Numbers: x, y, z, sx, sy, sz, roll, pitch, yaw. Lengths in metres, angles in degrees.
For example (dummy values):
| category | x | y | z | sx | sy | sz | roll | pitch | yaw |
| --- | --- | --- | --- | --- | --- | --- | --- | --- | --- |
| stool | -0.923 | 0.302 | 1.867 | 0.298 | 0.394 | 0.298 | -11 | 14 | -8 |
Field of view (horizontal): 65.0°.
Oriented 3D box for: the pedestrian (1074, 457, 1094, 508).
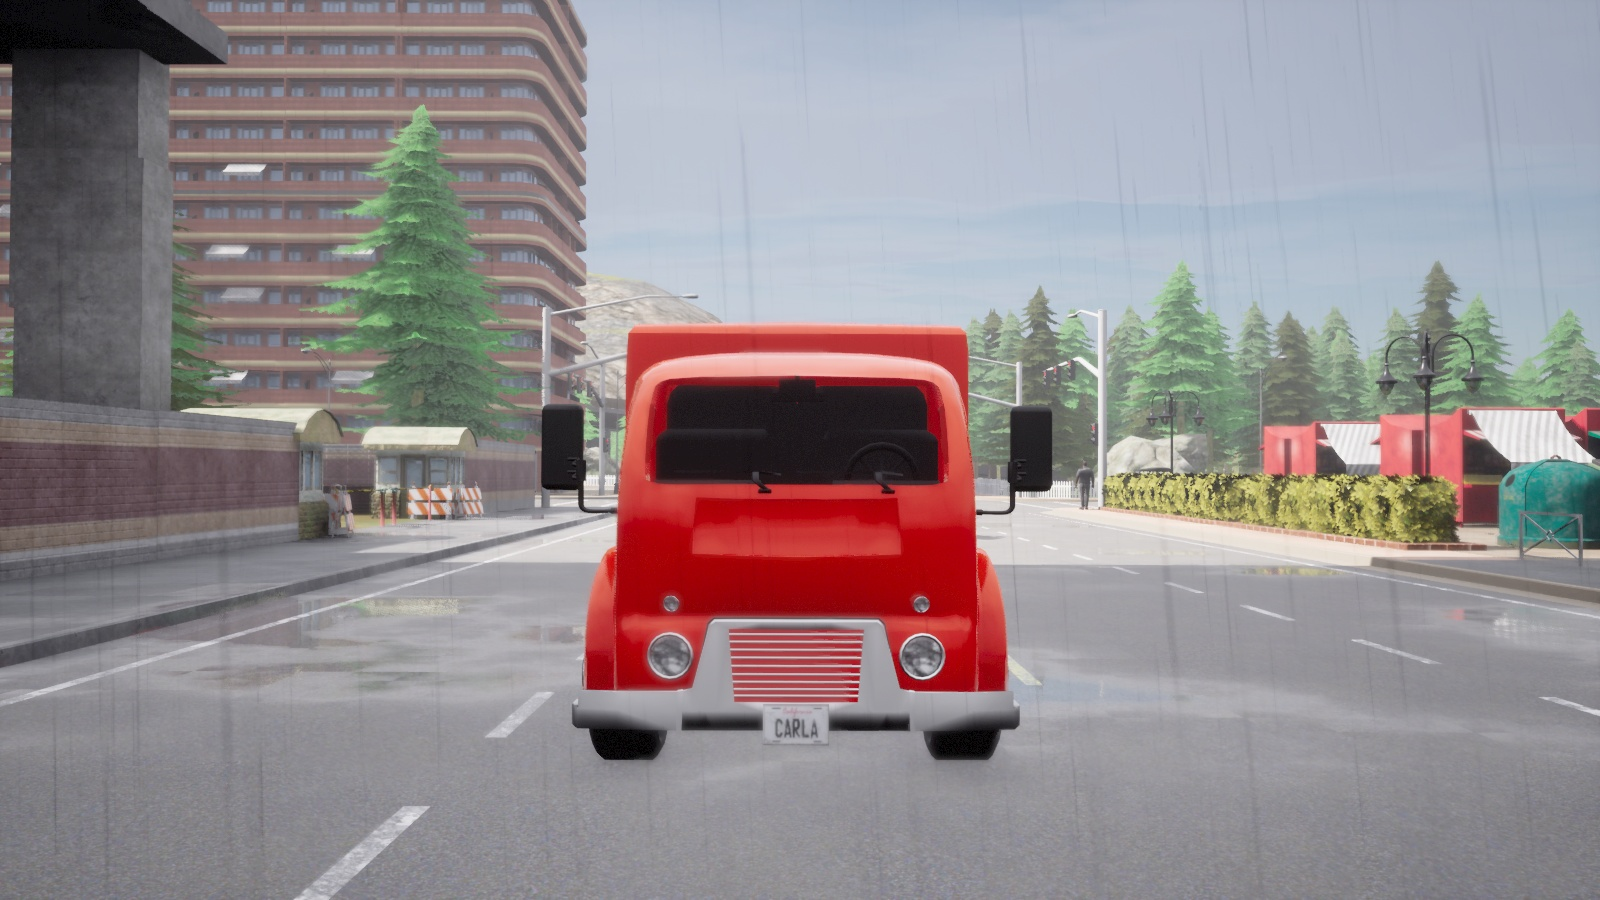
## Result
| category | x | y | z | sx | sy | sz | roll | pitch | yaw |
| --- | --- | --- | --- | --- | --- | --- | --- | --- | --- |
| pedestrian | 10.594 | 1.210 | 46.794 | 0.563 | 1.883 | 0.849 | 0 | -1 | 2 |

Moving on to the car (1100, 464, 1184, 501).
| category | x | y | z | sx | sy | sz | roll | pitch | yaw |
| --- | --- | --- | --- | --- | --- | --- | --- | --- | --- |
| car | 17.761 | 1.691 | 65.387 | 3.866 | 1.878 | 1.905 | 0 | -1 | 0 |

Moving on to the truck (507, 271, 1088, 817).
| category | x | y | z | sx | sy | sz | roll | pitch | yaw |
| --- | --- | --- | --- | --- | --- | --- | --- | --- | --- |
| truck | -0.022 | 0.467 | 8.307 | 2.627 | 2.467 | 5.204 | 0 | -1 | 0 |
